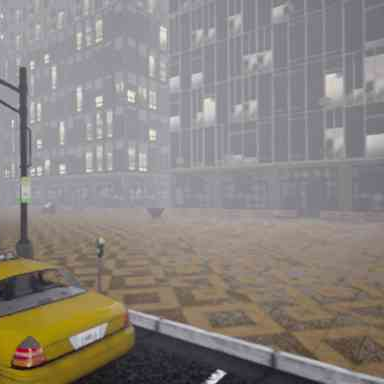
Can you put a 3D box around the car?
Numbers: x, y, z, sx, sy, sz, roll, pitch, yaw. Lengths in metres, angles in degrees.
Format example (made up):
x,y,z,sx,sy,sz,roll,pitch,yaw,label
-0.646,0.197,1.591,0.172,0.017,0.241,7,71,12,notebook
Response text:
x,y,z,sx,sy,sz,roll,pitch,yaw,label
-3.016,1.586,5.018,4.829,1.417,1.752,-1,0,35,car
